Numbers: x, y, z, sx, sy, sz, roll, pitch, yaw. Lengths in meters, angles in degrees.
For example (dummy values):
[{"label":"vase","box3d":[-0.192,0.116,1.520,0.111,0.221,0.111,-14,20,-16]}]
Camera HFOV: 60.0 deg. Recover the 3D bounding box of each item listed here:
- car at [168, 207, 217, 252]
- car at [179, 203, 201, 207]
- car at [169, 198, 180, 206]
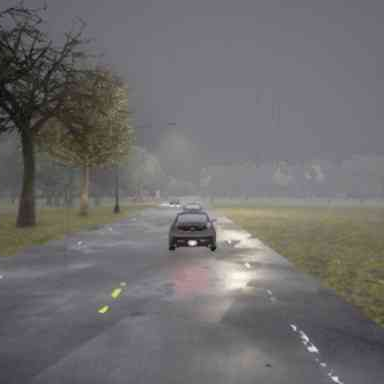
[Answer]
[{"label":"car","box3d":[0.026,1.588,14.263,1.837,1.490,4.892,-1,-1,0]},{"label":"car","box3d":[0.076,1.705,29.340,1.812,1.442,4.674,0,0,0]},{"label":"car","box3d":[-3.335,1.924,64.593,1.994,1.385,4.181,0,0,0]}]
